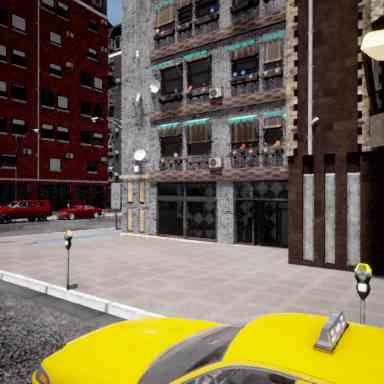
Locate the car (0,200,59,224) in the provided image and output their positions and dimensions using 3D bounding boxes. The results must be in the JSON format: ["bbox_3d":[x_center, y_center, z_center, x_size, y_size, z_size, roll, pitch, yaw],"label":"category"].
[{"bbox_3d":[-14.179,1.591,27.655,2.192,1.841,5.009,-1,-2,35],"label":"car"}]

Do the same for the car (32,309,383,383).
[{"bbox_3d":[0.718,1.525,2.362,4.829,1.417,1.752,0,0,36],"label":"car"}]

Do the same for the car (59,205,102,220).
[{"bbox_3d":[-10.884,1.923,32.295,1.887,1.381,4.507,-1,-2,35],"label":"car"}]
